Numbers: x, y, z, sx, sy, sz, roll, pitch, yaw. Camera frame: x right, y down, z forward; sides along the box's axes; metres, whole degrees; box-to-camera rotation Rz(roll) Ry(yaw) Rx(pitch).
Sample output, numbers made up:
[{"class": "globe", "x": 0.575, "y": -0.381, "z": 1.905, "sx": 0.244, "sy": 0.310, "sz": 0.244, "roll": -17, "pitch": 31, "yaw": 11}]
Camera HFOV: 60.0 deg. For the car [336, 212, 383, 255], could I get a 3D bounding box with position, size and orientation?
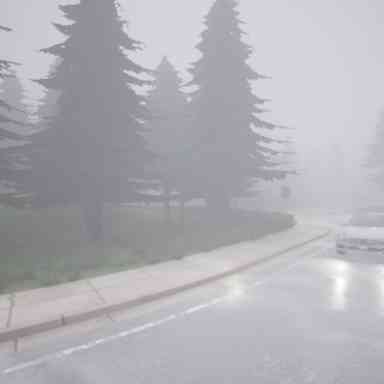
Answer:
[{"class": "car", "x": 6.921, "y": 1.538, "z": 12.768, "sx": 1.812, "sy": 1.442, "sz": 4.674, "roll": -1, "pitch": 0, "yaw": 35}]
